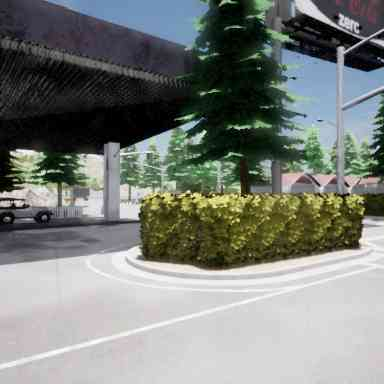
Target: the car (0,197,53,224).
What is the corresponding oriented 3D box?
[{"bbox_3d":[-12.000,1.312,23.459,3.866,1.878,1.905,0,0,-36],"label":"car"}]
